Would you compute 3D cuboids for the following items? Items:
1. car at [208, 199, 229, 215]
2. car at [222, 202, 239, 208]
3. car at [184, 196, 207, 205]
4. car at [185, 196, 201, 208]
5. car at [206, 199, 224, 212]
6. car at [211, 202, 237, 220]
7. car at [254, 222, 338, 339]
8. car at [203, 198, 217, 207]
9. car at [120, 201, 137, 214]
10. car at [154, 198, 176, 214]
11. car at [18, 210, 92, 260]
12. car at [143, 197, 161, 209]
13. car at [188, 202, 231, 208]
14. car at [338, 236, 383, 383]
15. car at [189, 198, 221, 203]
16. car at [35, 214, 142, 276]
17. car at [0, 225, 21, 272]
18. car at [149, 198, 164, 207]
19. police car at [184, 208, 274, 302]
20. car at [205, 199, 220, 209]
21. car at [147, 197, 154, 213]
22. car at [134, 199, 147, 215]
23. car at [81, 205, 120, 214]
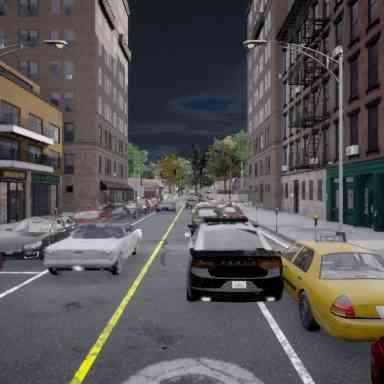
[{"bbox_3d":[2.670,1.531,34.236,1.752,1.417,4.829,0,0,0],"label":"car"},{"bbox_3d":[2.660,1.583,23.029,1.802,1.307,4.206,0,0,0],"label":"car"},{"bbox_3d":[0.685,1.502,59.502,1.882,1.535,5.008,0,0,27],"label":"car"},{"bbox_3d":[0.061,1.507,46.231,2.128,1.511,4.902,0,0,1],"label":"car"},{"bbox_3d":[2.675,1.554,39.584,1.887,1.381,4.507,0,0,0],"label":"car"},{"bbox_3d":[2.664,1.584,28.547,1.802,1.307,4.206,0,0,0],"label":"car"},{"bbox_3d":[2.640,1.525,6.643,1.752,1.417,4.829,0,0,0],"label":"car"},{"bbox_3d":[2.685,1.585,50.621,1.947,1.339,4.313,0,0,0],"label":"car"},{"bbox_3d":[-5.366,1.567,23.033,1.947,1.339,4.313,0,0,0],"label":"car"},{"bbox_3d":[-2.717,1.570,35.732,1.994,1.385,4.181,0,0,0],"label":"car"},{"bbox_3d":[-5.376,1.551,11.995,2.008,1.369,4.403,0,0,0],"label":"car"},{"bbox_3d":[-5.345,1.454,45.108,1.967,1.590,4.097,0,0,0],"label":"car"},{"bbox_3d":[0.842,1.526,18.325,1.812,1.442,4.674,0,0,0],"label":"car"},{"bbox_3d":[2.639,1.315,0.956,2.192,1.841,5.009,0,0,0],"label":"car"},{"bbox_3d":[0.848,1.457,24.515,1.801,1.575,5.366,0,0,0],"label":"car"},{"bbox_3d":[-2.840,1.601,10.505,1.895,1.301,4.718,0,0,0],"label":"car"},{"bbox_3d":[-5.381,1.582,6.476,1.802,1.307,4.206,0,0,0],"label":"car"},{"bbox_3d":[-5.340,1.600,50.627,1.802,1.307,4.206,0,0,0],"label":"car"},{"bbox_3d":[0.833,1.425,8.435,1.930,1.638,5.238,0,0,0],"label":"police car"},{"bbox_3d":[2.680,1.596,45.102,1.802,1.307,4.206,0,0,0],"label":"car"},{"bbox_3d":[-5.356,1.446,34.070,1.967,1.590,4.097,0,0,0],"label":"car"},{"bbox_3d":[-5.360,1.553,28.551,2.008,1.369,4.403,0,0,0],"label":"car"},{"bbox_3d":[-5.371,1.545,17.514,1.887,1.381,4.507,0,0,0],"label":"car"}]
